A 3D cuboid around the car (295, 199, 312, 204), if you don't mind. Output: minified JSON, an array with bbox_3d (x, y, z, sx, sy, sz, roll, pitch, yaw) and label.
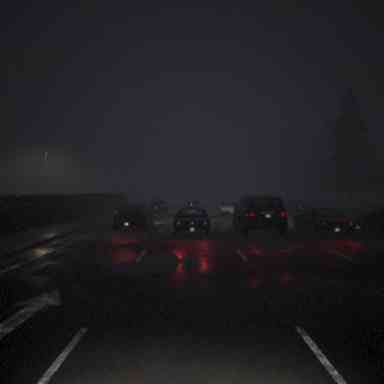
[{"bbox_3d":[10.551,1.405,32.626,1.812,1.442,4.674,0,0,0],"label":"car"}]

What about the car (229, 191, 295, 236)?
[{"bbox_3d":[3.513,1.159,17.908,2.150,2.045,5.566,0,1,0],"label":"car"}]

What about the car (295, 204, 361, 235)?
[{"bbox_3d":[7.010,1.533,18.263,1.895,1.301,4.718,0,0,0],"label":"car"}]

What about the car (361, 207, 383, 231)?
[{"bbox_3d":[10.506,1.484,17.230,2.033,1.411,5.357,0,0,0],"label":"car"}]

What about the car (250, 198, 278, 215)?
[{"bbox_3d":[7.054,1.403,33.055,1.812,1.442,4.674,0,0,0],"label":"car"}]

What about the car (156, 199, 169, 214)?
[{"bbox_3d":[-3.441,1.438,34.027,1.994,1.385,4.181,0,0,0],"label":"car"}]

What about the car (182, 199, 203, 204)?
[{"bbox_3d":[0.048,1.374,32.126,2.128,1.511,4.902,0,0,0],"label":"car"}]

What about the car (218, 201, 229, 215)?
[{"bbox_3d":[3.547,1.483,31.840,1.895,1.301,4.718,0,0,0],"label":"car"}]

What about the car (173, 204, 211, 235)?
[{"bbox_3d":[0.015,1.533,18.352,1.895,1.301,4.718,0,0,0],"label":"car"}]

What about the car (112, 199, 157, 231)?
[{"bbox_3d":[-3.470,1.431,20.151,1.837,1.490,4.892,0,1,1],"label":"car"}]
